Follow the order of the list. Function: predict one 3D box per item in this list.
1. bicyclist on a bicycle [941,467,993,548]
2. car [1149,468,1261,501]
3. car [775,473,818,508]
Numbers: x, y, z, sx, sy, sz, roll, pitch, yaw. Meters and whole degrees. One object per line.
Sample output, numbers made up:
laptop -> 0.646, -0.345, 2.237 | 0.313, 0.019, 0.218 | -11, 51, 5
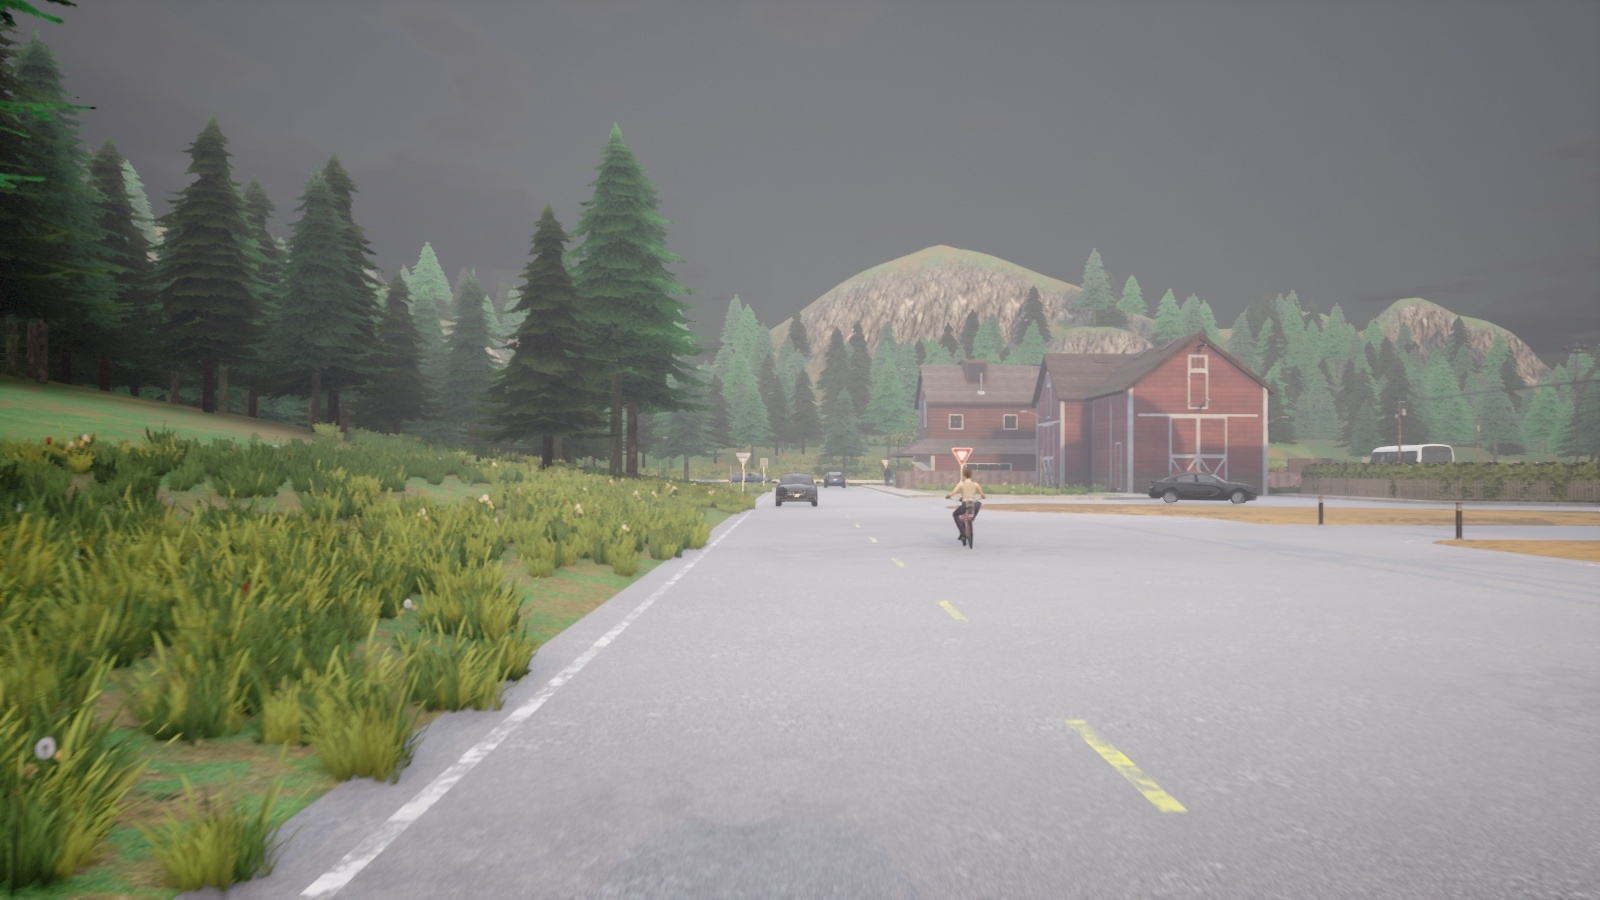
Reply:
bicyclist on a bicycle -> 3.442, 1.173, 25.993 | 0.866, 1.612, 1.509 | 0, -1, 0
car -> 19.278, 1.653, 60.014 | 5.008, 1.535, 1.882 | 0, -1, 16
car -> -0.136, 1.761, 56.186 | 1.837, 1.490, 4.892 | 0, -1, 0
